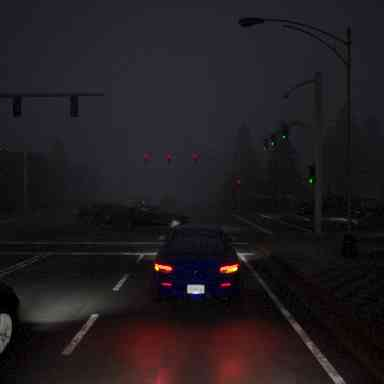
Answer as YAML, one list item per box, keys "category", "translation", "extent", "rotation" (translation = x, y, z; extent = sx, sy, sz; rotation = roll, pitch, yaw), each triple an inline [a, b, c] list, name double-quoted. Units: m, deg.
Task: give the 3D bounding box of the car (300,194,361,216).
- category: "car"
  translation: [13.062, 1.222, 31.107]
  extent: [5.566, 2.045, 2.150]
  rotation: [0, 0, 0]

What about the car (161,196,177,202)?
- category: "car"
  translation: [-3.458, 1.352, 50.153]
  extent: [2.097, 1.767, 4.553]
  rotation: [0, 0, 0]

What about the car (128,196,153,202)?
- category: "car"
  translation: [-7.149, 1.352, 46.353]
  extent: [2.097, 1.767, 4.553]
  rotation: [0, 0, 0]

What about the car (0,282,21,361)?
- category: "car"
  translation: [-3.442, 1.505, 2.954]
  extent: [1.837, 1.490, 4.892]
  rotation: [0, 0, 0]

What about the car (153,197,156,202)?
- category: "car"
  translation: [-7.136, 1.505, 55.495]
  extent: [1.837, 1.490, 4.892]
  rotation: [0, 0, 0]

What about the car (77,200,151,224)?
- category: "car"
  translation: [-5.770, 1.505, 24.128]
  extent: [4.892, 1.490, 1.837]
  rotation: [0, 0, 2]

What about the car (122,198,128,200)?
- category: "car"
  translation: [-10.648, 1.601, 51.392]
  extent: [1.895, 1.301, 4.718]
  rotation: [0, 0, 0]

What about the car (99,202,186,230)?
- category: "car"
  translation: [-2.618, 1.547, 20.548]
  extent: [5.357, 1.411, 2.033]
  rotation: [0, 0, 2]

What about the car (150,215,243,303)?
- category: "car"
  translation: [0.130, 1.526, 8.088]
  extent: [1.812, 1.442, 4.674]
  rotation: [0, 0, 2]

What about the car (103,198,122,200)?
- category: "car"
  translation: [-10.645, 1.526, 42.293]
  extent: [1.812, 1.442, 4.674]
  rotation: [0, 0, 0]

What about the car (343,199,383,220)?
- category: "car"
  translation: [15.883, 1.547, 27.608]
  extent: [5.357, 1.411, 2.033]
  rotation: [0, 0, 0]
